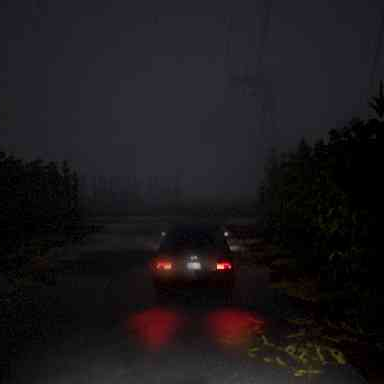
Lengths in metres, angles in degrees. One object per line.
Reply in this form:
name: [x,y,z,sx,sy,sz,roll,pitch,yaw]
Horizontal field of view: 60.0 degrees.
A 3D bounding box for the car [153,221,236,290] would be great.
car: [0.074,1.498,9.100,2.033,1.411,5.357,0,0,1]
